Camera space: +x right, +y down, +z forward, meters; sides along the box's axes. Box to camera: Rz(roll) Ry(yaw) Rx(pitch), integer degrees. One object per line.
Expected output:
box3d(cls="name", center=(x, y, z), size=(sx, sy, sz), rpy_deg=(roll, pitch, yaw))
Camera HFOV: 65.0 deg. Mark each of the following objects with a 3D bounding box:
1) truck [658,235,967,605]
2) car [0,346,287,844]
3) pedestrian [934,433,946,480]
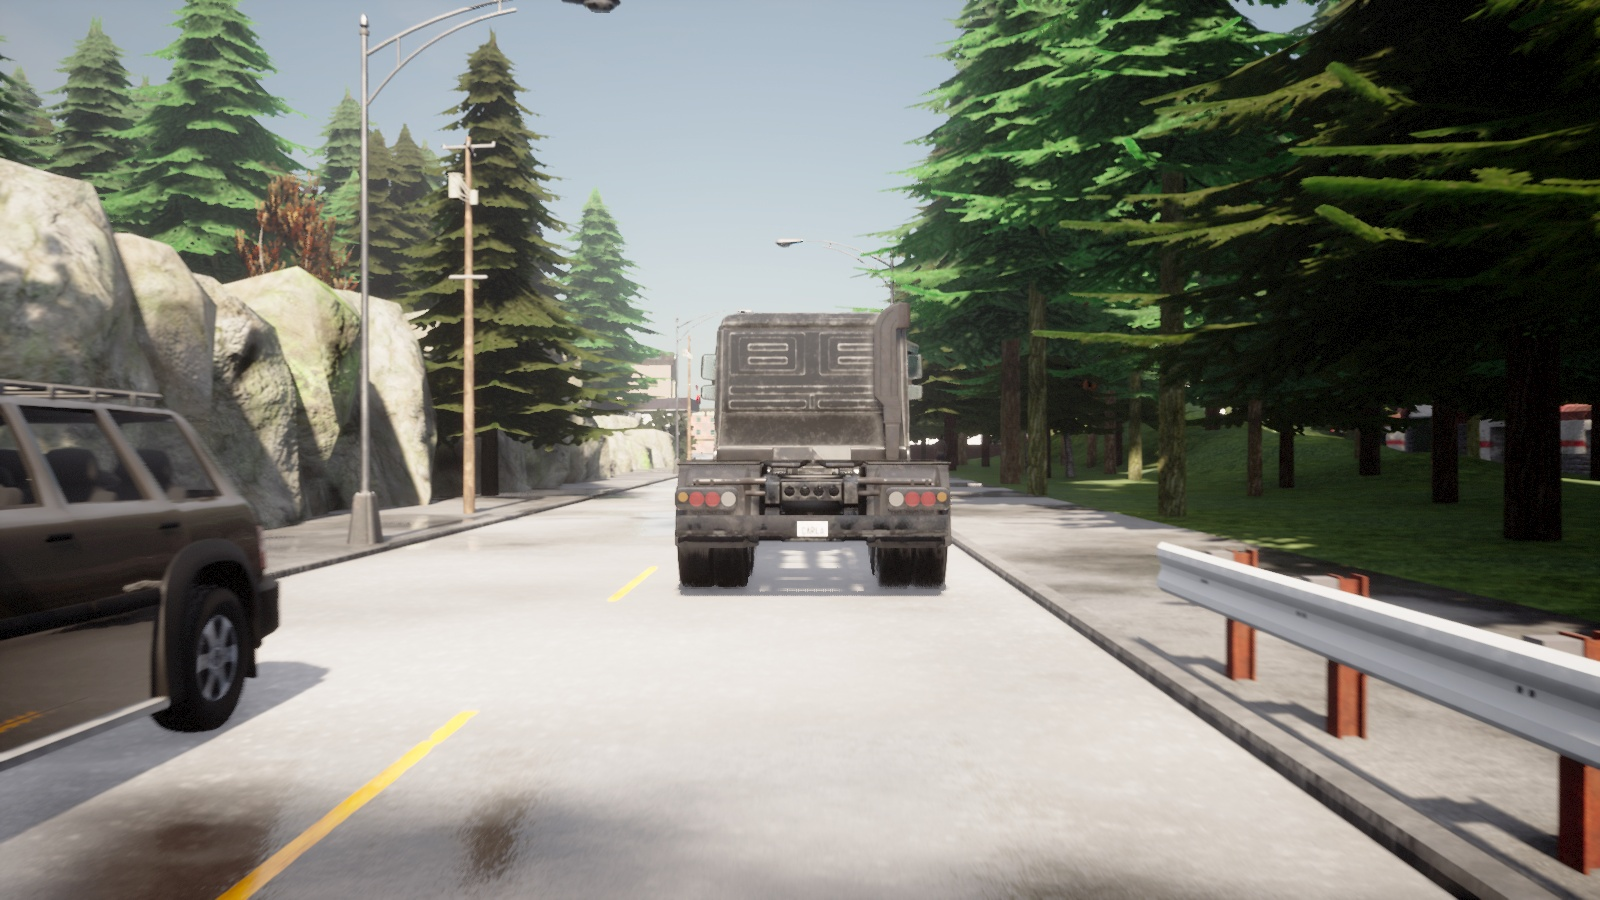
box3d(cls="truck", center=(0.150, -0.300, 15.736), size=(2.891, 3.462, 7.936), rpy_deg=(0, 0, 1))
box3d(cls="car", center=(-3.948, 0.541, 4.974), size=(1.932, 1.855, 4.605), rpy_deg=(0, 0, 0))
box3d(cls="pedestrian", center=(5.410, 0.260, 48.474), size=(0.328, 1.805, 0.869), rpy_deg=(0, 0, -3))
